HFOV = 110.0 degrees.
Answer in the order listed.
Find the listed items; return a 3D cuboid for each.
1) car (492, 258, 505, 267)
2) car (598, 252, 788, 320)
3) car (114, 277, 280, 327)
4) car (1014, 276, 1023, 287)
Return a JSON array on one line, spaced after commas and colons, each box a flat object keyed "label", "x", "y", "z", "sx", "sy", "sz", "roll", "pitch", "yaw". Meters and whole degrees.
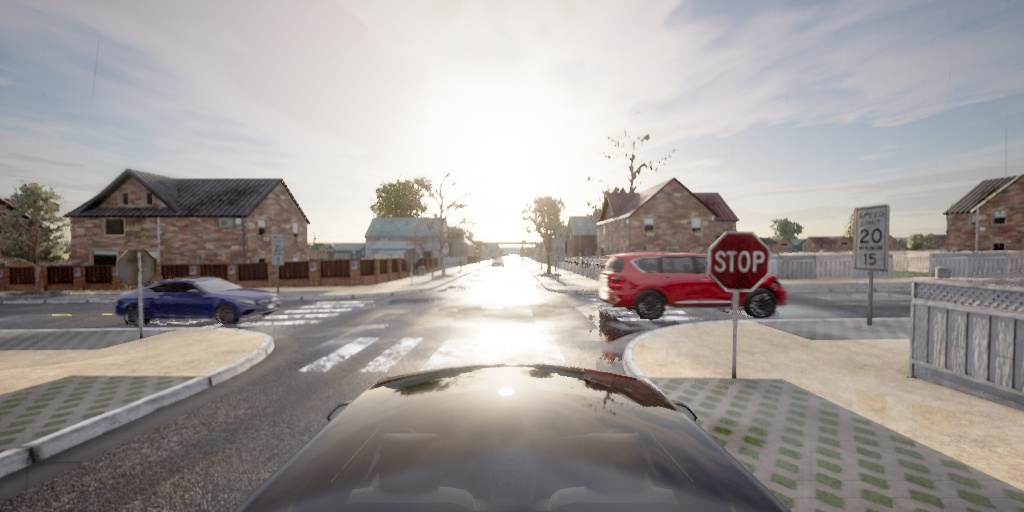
[{"label": "car", "x": -2.344, "y": 1.069, "z": 61.173, "sx": 1.812, "sy": 1.442, "sz": 4.674, "roll": 0, "pitch": 0, "yaw": 0}, {"label": "car", "x": 5.674, "y": 0.871, "z": 11.703, "sx": 5.566, "sy": 2.045, "sz": 2.150, "roll": -1, "pitch": 1, "yaw": 1}, {"label": "car", "x": -10.314, "y": 1.426, "z": 11.894, "sx": 4.674, "sy": 1.442, "sz": 1.812, "roll": -1, "pitch": 1, "yaw": 1}, {"label": "car", "x": 19.670, "y": 0.962, "z": 11.540, "sx": 5.357, "sy": 1.411, "sz": 2.033, "roll": -1, "pitch": 1, "yaw": 1}]
